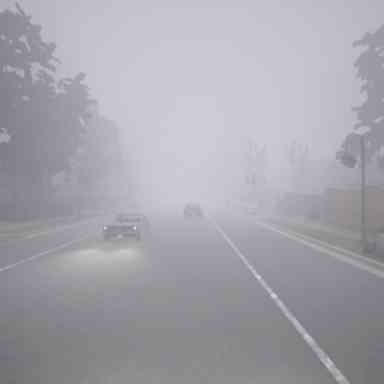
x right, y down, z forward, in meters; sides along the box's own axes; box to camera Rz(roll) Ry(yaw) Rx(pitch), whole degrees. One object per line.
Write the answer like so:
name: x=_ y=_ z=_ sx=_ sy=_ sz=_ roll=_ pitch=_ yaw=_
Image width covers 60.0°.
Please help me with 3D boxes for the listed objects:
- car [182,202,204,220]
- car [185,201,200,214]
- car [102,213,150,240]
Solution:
car: x=0.101 y=1.843 z=31.716 sx=2.128 sy=1.511 sz=4.902 roll=0 pitch=-1 yaw=0
car: x=0.056 y=1.975 z=42.578 sx=1.812 sy=1.442 sz=4.674 roll=0 pitch=0 yaw=0
car: x=-3.500 y=1.862 z=18.352 sx=1.895 sy=1.301 sz=4.718 roll=0 pitch=-1 yaw=0
